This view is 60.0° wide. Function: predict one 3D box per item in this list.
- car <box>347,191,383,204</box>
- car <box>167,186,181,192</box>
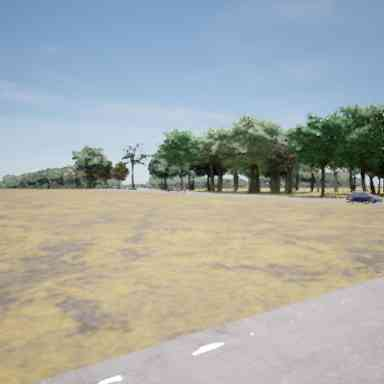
[{"bbox_3d":[25.450,0.753,48.946,2.097,1.767,4.553,0,2,-36],"label":"car"},{"bbox_3d":[-5.024,-0.892,91.018,2.097,1.767,4.553,0,2,-36],"label":"car"}]
